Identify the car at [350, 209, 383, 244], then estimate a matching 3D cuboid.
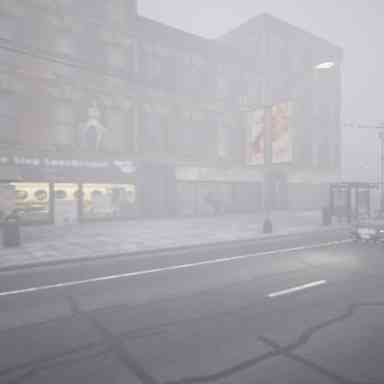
[{"bbox_3d":[8.888,1.505,14.646,4.902,1.511,2.128,0,0,-36],"label":"car"}]
